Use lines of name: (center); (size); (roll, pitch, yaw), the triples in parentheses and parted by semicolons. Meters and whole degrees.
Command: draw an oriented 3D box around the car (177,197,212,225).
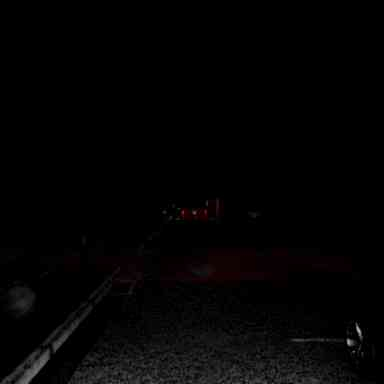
car: (0.178, 1.476, 25.356); (2.097, 1.767, 4.553); (0, 0, 0)

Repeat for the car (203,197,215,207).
car: (3.193, 1.796, 63.233); (2.185, 1.767, 4.553); (0, -1, 0)

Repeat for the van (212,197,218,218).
van: (3.090, 1.401, 30.130); (1.878, 1.987, 4.442); (0, 0, 0)

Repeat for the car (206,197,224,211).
car: (3.141, 1.631, 46.543); (2.185, 1.767, 4.553); (0, -1, 0)

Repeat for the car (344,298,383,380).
car: (3.003, 1.527, 2.558); (2.163, 1.488, 4.792); (0, 0, 0)

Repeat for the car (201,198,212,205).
car: (3.228, 2.036, 74.172); (2.231, 1.521, 4.892); (0, -1, 0)

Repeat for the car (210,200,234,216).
car: (3.108, 1.666, 35.526); (2.231, 1.521, 4.892); (0, 0, 0)

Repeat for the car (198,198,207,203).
car: (2.927, 2.287, 90.782); (2.097, 1.535, 5.008); (0, -1, -2)

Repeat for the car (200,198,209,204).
car: (3.142, 2.234, 85.238); (2.002, 1.452, 4.674); (0, -1, -1)

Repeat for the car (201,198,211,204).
car: (3.237, 2.106, 79.692); (2.231, 1.521, 4.892); (0, -1, 0)

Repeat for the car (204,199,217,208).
car: (3.176, 1.906, 57.738); (2.002, 1.452, 4.674); (0, -1, 0)

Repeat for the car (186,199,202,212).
car: (0.233, 1.728, 43.037); (1.882, 1.535, 5.008); (0, -1, 0)

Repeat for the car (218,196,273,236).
car: (3.055, 1.314, 18.999); (2.435, 2.045, 5.566); (0, 0, 0)

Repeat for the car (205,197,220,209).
car: (3.158, 1.683, 52.064); (2.185, 1.767, 4.553); (0, -1, 0)
